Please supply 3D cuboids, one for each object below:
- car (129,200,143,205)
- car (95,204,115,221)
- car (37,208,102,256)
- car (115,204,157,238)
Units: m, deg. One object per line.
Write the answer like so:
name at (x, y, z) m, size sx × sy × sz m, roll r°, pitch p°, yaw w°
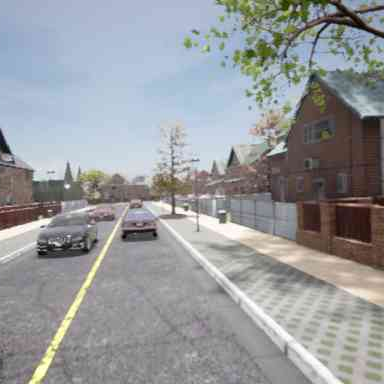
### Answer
car at (-8.111, 1.861, 48.183) m, size 1.812 × 1.442 × 4.674 m, roll -2°, pitch 0°, yaw -10°
car at (-7.923, 1.815, 30.055) m, size 1.812 × 1.442 × 4.674 m, roll -2°, pitch 0°, yaw -10°
car at (-5.233, 1.688, 14.436) m, size 1.837 × 1.490 × 4.892 m, roll -2°, pitch 0°, yaw -10°
car at (-2.984, 1.652, 18.711) m, size 2.033 × 1.411 × 5.357 m, roll -2°, pitch 0°, yaw -10°
